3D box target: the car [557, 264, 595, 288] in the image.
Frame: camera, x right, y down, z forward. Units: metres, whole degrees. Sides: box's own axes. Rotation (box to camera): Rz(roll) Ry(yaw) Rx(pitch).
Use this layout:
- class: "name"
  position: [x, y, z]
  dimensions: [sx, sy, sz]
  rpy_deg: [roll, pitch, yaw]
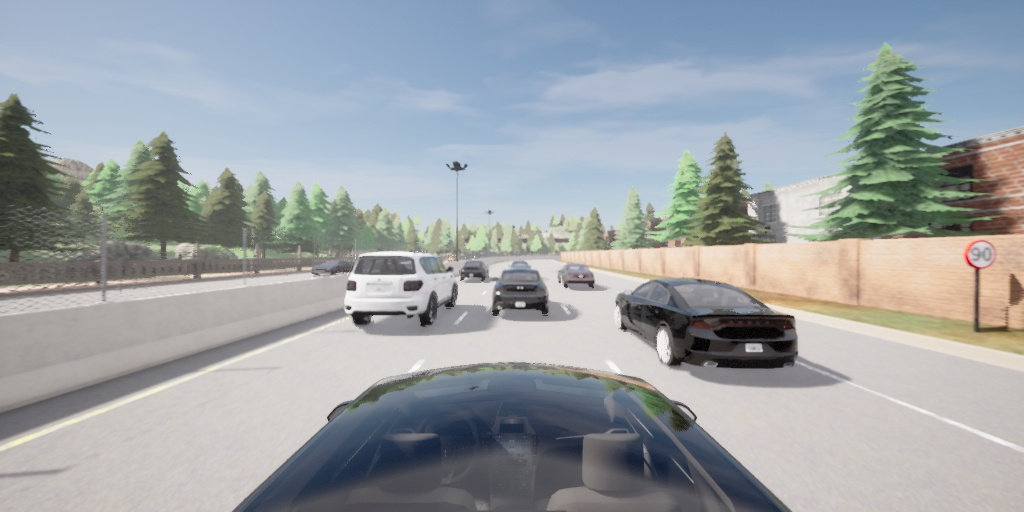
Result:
- class: "car"
  position: [4.001, 1.196, 23.013]
  dimensions: [2.033, 1.411, 5.357]
  rpy_deg: [0, 0, 1]

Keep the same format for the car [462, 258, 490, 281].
- class: "car"
  position: [-2.877, 1.112, 28.257]
  dimensions: [1.837, 1.490, 4.892]
  rpy_deg: [0, 0, 1]

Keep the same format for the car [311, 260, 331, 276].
- class: "car"
  position: [-16.937, 1.094, 34.361]
  dimensions: [2.033, 1.411, 5.357]
  rpy_deg: [0, 0, 1]

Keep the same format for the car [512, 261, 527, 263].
- class: "car"
  position: [0.635, 1.135, 29.153]
  dimensions: [1.812, 1.442, 4.674]
  rpy_deg: [0, 0, 1]

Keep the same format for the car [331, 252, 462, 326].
- class: "car"
  position: [-3.234, 0.911, 11.558]
  dimensions: [2.150, 2.045, 5.566]
  rpy_deg: [0, 0, 1]

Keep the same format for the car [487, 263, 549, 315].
- class: "car"
  position: [0.303, 1.197, 13.229]
  dimensions: [1.837, 1.490, 4.892]
  rpy_deg: [0, 0, 1]

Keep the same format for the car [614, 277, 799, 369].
- class: "car"
  position: [3.688, 1.204, 7.860]
  dimensions: [1.882, 1.535, 5.008]
  rpy_deg: [0, 1, 1]
